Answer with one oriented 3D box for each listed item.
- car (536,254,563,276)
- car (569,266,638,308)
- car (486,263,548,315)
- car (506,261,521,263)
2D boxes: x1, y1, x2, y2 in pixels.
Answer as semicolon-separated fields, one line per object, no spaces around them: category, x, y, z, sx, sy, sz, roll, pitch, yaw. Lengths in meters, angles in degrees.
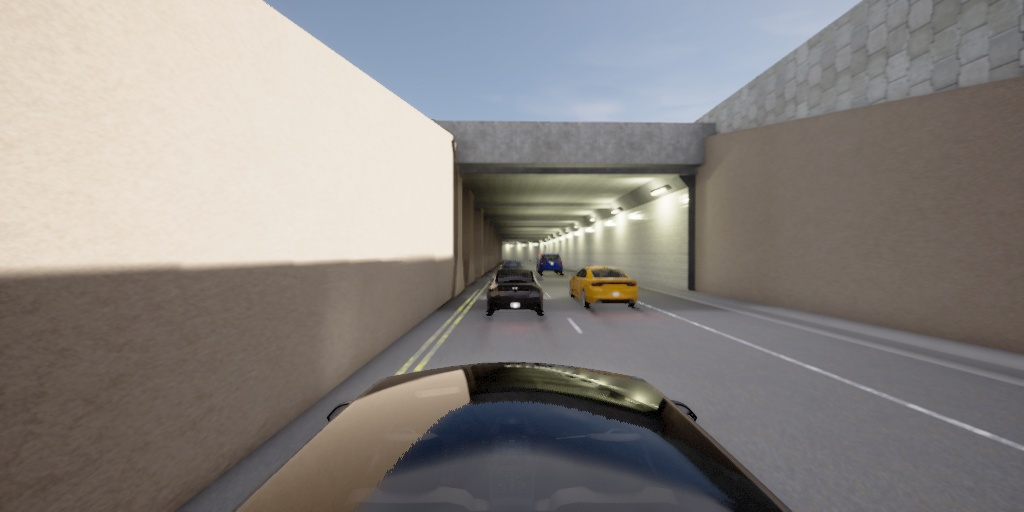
car;3.598;0.787;34.771;2.150;2.045;5.566;0;0;0
car;3.599;1.154;14.876;1.882;1.535;5.008;0;0;0
car;0.099;1.192;13.181;1.837;1.490;4.892;0;1;0
car;0.098;1.137;30.382;2.033;1.411;5.357;0;0;0
